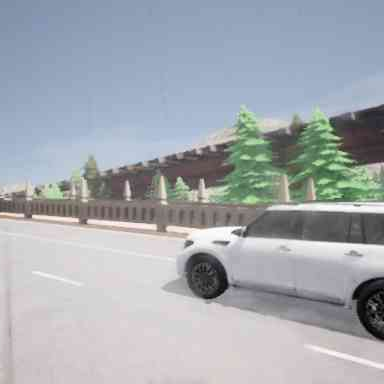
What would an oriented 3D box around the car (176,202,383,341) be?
[{"bbox_3d":[2.293,1.208,6.655,5.566,2.045,2.150,1,0,36],"label":"car"}]
